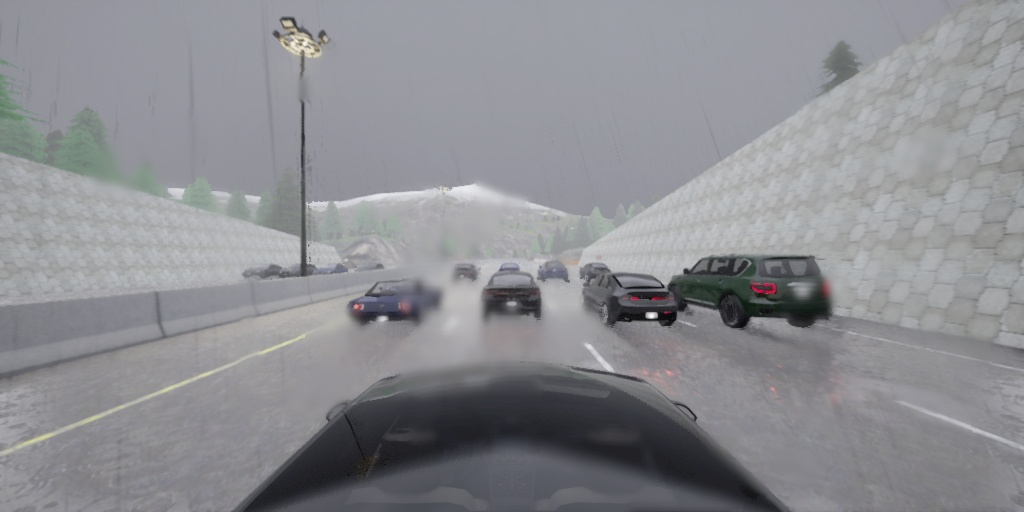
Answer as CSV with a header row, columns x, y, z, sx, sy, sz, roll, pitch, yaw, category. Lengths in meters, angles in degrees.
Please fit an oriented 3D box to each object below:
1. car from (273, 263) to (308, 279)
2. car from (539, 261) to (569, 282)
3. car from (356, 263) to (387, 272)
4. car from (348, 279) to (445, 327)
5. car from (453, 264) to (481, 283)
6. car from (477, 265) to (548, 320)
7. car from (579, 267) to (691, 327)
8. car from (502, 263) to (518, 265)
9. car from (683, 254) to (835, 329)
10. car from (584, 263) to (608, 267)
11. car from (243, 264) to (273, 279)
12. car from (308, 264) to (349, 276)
x,y,z,sx,sy,sz,roll,pitch,yaw,category
-21.364,1.497,36.204,1.837,1.490,4.892,0,-1,0,car
3.323,1.171,29.298,2.097,1.767,4.553,0,0,-1,car
-14.365,1.458,36.807,1.837,1.490,4.892,0,-1,0,car
-3.489,1.404,11.835,1.895,1.301,4.718,0,0,-1,car
-3.678,1.367,29.551,1.837,1.490,4.892,0,0,-1,car
-0.001,1.263,12.786,1.882,1.535,5.008,0,0,-1,car
3.513,1.265,11.512,1.837,1.490,4.892,0,0,-1,car
-0.196,1.323,31.124,1.882,1.535,5.008,0,0,-1,car
7.014,0.960,11.368,2.150,2.045,5.566,0,0,-1,car
6.820,1.304,29.675,1.837,1.490,4.892,0,0,-1,car
-24.863,1.536,36.278,1.812,1.442,4.674,0,0,0,car
-17.863,1.492,35.681,1.812,1.442,4.674,0,0,0,car
